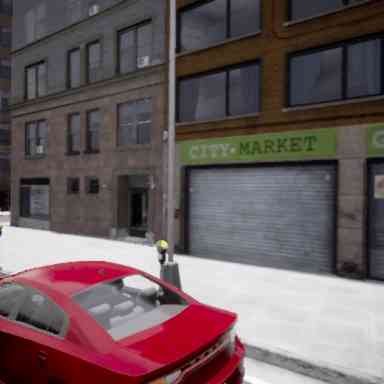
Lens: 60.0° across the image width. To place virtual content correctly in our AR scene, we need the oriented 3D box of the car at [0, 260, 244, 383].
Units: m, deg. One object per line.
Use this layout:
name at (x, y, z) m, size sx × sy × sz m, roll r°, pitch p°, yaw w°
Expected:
car at (-1.581, 1.539, 4.080) m, size 4.507 × 1.381 × 1.887 m, roll 0°, pitch 1°, yaw 36°
